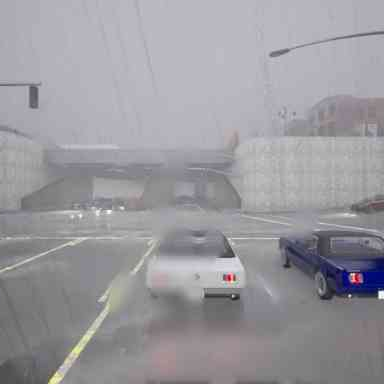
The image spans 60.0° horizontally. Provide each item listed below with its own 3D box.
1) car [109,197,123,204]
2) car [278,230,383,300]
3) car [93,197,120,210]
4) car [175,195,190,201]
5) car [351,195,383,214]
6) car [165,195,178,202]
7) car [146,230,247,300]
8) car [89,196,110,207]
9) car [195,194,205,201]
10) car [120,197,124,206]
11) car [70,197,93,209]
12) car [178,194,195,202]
[{"bbox_3d":[-15.164,1.601,66.815,1.895,1.301,4.718,0,0,-1],"label":"car"},{"bbox_3d":[3.591,1.601,8.321,1.895,1.301,4.718,0,0,0],"label":"car"},{"bbox_3d":[-11.219,1.526,43.956,1.812,1.442,4.674,0,0,-1],"label":"car"},{"bbox_3d":[-2.295,1.478,85.395,1.882,1.535,5.008,0,0,24],"label":"car"},{"bbox_3d":[15.847,0.973,28.407,4.181,1.385,1.994,-7,0,0],"label":"car"},{"bbox_3d":[-4.660,1.355,75.532,2.097,1.767,4.553,0,0,6],"label":"car"},{"bbox_3d":[0.091,1.601,8.315,1.895,1.301,4.718,0,0,0],"label":"car"},{"bbox_3d":[-14.943,1.492,53.862,2.128,1.511,4.902,0,0,-1],"label":"car"},{"bbox_3d":[1.506,1.355,85.426,2.097,1.767,4.553,0,0,28],"label":"car"},{"bbox_3d":[-11.425,1.564,52.738,1.994,1.385,4.181,0,0,-2],"label":"car"},{"bbox_3d":[-14.735,1.492,44.584,2.128,1.511,4.902,0,0,-1],"label":"car"},{"bbox_3d":[-1.159,1.525,75.425,2.128,1.511,4.902,0,0,6],"label":"car"}]
